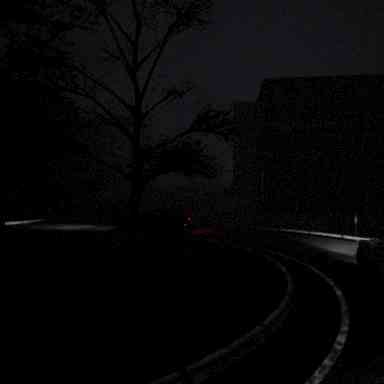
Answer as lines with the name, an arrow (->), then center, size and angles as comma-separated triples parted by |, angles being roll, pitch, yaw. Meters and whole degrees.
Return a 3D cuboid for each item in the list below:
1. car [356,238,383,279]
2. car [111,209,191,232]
car -> 5.571, 1.676, 8.161 | 1.895, 1.301, 4.718 | 0, 0, 13
car -> -2.557, 1.708, 20.731 | 4.718, 1.301, 1.895 | 0, 0, 12
